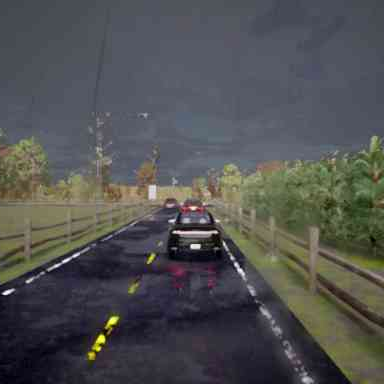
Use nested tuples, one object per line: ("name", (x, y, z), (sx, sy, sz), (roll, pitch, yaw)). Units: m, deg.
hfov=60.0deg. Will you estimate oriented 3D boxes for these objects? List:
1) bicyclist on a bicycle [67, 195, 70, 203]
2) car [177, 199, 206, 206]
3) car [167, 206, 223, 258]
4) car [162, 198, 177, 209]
("bicyclist on a bicycle", (-22.410, 1.440, 60.139), (0.582, 1.620, 1.656), (0, 0, 1))
("car", (0.105, 1.342, 28.181), (2.097, 1.767, 4.553), (0, 0, 0))
("car", (0.104, 1.491, 12.750), (2.128, 1.511, 4.902), (0, 0, 0))
("car", (-2.745, 1.500, 43.722), (1.812, 1.442, 4.674), (0, 0, 0))
